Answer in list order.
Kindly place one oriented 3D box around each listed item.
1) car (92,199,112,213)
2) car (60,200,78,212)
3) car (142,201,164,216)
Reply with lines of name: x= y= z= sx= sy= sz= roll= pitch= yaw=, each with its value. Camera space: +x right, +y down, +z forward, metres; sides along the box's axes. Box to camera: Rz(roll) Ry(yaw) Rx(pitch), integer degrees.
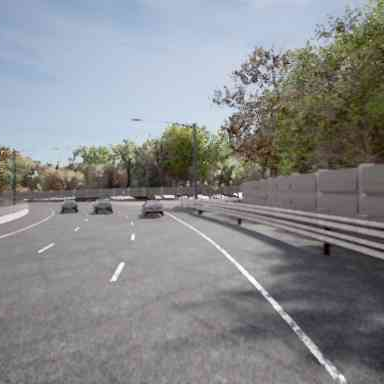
car: x=-10.370 y=1.602 z=38.434 sx=2.128 sy=1.511 sz=4.902 roll=-1 pitch=0 yaw=-20
car: x=-15.308 y=1.703 z=41.418 sx=2.128 sy=1.511 sz=4.902 roll=-1 pitch=0 yaw=-23
car: x=-3.804 y=1.532 z=32.069 sx=2.033 sy=1.411 sz=5.357 roll=-1 pitch=0 yaw=-11
